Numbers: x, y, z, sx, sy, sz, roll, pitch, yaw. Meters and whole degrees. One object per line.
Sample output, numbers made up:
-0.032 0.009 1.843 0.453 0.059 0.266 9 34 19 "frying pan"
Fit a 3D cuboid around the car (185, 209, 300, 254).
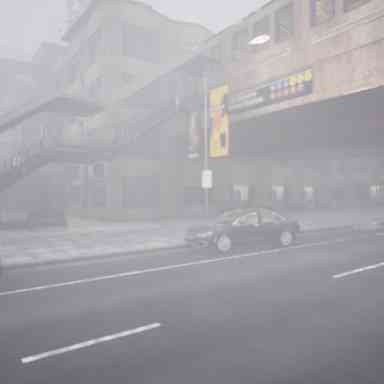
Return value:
2.103 1.441 13.356 4.892 1.521 2.231 0 0 -26 "car"
